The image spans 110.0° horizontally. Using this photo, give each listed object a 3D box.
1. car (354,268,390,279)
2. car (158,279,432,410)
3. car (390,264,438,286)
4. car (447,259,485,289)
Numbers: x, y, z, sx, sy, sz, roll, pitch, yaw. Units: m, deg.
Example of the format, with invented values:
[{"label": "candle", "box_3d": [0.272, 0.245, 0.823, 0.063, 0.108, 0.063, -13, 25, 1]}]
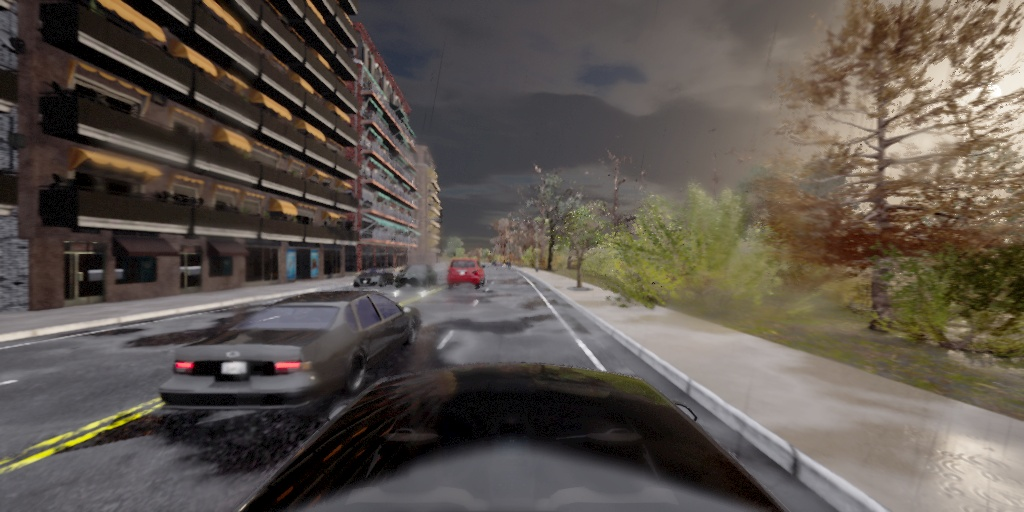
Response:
[{"label": "car", "box_3d": [-9.872, 1.562, 26.102, 1.994, 1.385, 4.181, 0, -1, 0]}, {"label": "car", "box_3d": [-3.156, 1.346, 6.589, 2.033, 1.411, 5.357, 0, -1, 0]}, {"label": "car", "box_3d": [-6.620, 1.341, 25.188, 2.097, 1.767, 4.553, 0, -1, 0]}, {"label": "car", "box_3d": [-3.165, 1.213, 25.463, 2.150, 2.045, 5.566, 0, -1, 0]}]
